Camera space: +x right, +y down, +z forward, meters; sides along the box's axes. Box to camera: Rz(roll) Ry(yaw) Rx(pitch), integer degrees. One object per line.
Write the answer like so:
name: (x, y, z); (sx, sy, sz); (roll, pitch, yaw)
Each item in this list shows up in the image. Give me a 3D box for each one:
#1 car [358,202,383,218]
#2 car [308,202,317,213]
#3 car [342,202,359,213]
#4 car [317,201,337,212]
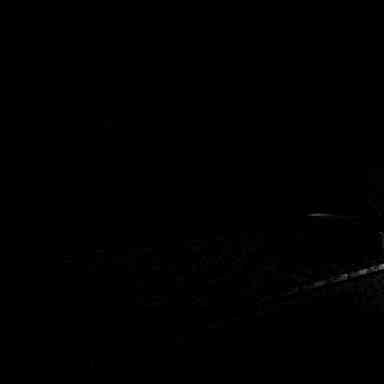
car: (17.908, 1.710, 29.641); (1.895, 1.301, 4.718); (1, -1, -37)
car: (11.479, 1.724, 38.500); (1.837, 1.490, 4.892); (1, -1, -36)
car: (19.350, 1.761, 37.765); (1.887, 1.381, 4.507); (0, 0, -36)
car: (15.957, 1.799, 42.462); (1.752, 1.417, 4.829); (0, 0, -36)
